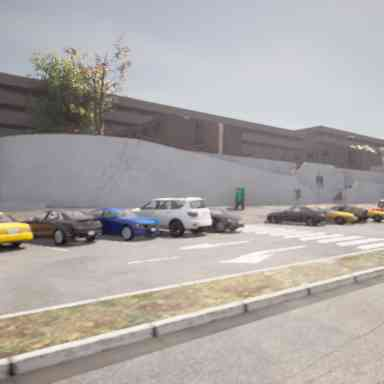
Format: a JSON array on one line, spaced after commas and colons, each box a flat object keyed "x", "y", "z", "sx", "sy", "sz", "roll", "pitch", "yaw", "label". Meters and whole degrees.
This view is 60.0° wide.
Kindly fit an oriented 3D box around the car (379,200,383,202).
[{"x": 20.403, "y": 1.931, "z": 34.803, "sx": 4.553, "sy": 1.767, "sz": 2.185, "roll": 0, "pitch": -1, "yaw": 35, "label": "car"}]

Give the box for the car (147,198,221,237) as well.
[{"x": -1.514, "y": 1.364, "z": 19.273, "sx": 5.566, "sy": 2.045, "sz": 2.435, "roll": -1, "pitch": -1, "yaw": 35, "label": "car"}]

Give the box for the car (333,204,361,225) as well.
[{"x": 10.812, "y": 1.841, "z": 27.798, "sx": 5.366, "sy": 1.575, "sz": 1.946, "roll": 0, "pitch": -2, "yaw": 35, "label": "car"}]

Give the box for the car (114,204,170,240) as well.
[{"x": -3.918, "y": 1.577, "z": 17.533, "sx": 5.008, "sy": 1.535, "sz": 2.097, "roll": -1, "pitch": -2, "yaw": 35, "label": "car"}]

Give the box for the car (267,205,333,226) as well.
[{"x": 8.230, "y": 1.835, "z": 26.167, "sx": 4.674, "sy": 1.452, "sz": 2.002, "roll": -1, "pitch": -1, "yaw": 35, "label": "car"}]

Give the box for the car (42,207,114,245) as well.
[{"x": -6.343, "y": 1.541, "z": 15.792, "sx": 4.892, "sy": 1.521, "sz": 2.231, "roll": -1, "pitch": -1, "yaw": 35, "label": "car"}]

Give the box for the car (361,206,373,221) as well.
[{"x": 13.062, "y": 1.929, "z": 29.644, "sx": 4.792, "sy": 1.488, "sz": 2.163, "roll": 0, "pitch": -1, "yaw": 35, "label": "car"}]

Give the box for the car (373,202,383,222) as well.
[{"x": 15.672, "y": 1.949, "z": 31.256, "sx": 5.366, "sy": 1.575, "sz": 1.946, "roll": 0, "pitch": -2, "yaw": 35, "label": "car"}]

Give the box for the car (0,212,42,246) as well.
[{"x": -8.931, "y": 1.503, "z": 14.172, "sx": 5.366, "sy": 1.575, "sz": 1.946, "roll": -1, "pitch": -1, "yaw": 35, "label": "car"}]

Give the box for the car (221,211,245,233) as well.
[{"x": 0.939, "y": 1.659, "z": 20.995, "sx": 4.892, "sy": 1.521, "sz": 2.231, "roll": -1, "pitch": -2, "yaw": 34, "label": "car"}]
